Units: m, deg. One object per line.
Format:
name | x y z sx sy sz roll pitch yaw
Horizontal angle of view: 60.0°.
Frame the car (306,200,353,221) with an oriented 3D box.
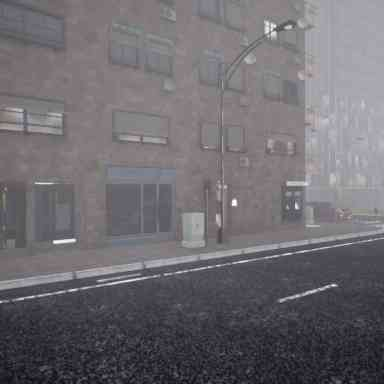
car | 12.059 1.615 30.109 2.097 1.767 4.553 -1 0 -35
